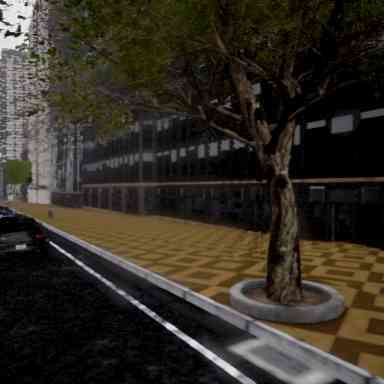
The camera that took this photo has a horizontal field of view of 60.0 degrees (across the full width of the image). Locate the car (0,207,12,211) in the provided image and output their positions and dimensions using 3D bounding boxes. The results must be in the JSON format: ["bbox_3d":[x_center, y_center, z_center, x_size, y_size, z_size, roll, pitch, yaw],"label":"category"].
[{"bbox_3d":[-14.040,1.822,24.441,2.033,1.411,5.357,0,0,-32],"label":"car"}]

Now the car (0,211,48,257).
[{"bbox_3d":[-6.818,1.659,12.903,1.812,1.442,4.674,0,0,-32],"label":"car"}]
